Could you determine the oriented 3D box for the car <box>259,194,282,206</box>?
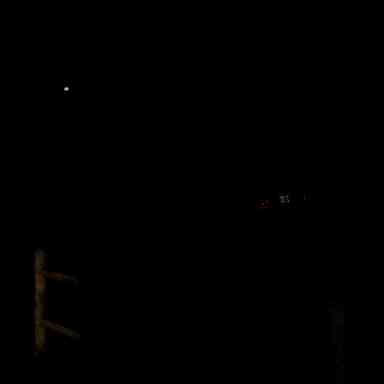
[{"bbox_3d":[10.903,1.349,47.468,1.895,1.301,4.718,0,0,31],"label":"car"}]

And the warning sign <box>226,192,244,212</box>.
[{"bbox_3d":[4.019,0.933,31.197,1.300,1.860,1.060,-1,0,31],"label":"warning sign"}]

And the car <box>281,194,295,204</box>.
[{"bbox_3d":[15.744,1.064,55.714,2.097,1.767,4.553,0,0,31],"label":"car"}]
